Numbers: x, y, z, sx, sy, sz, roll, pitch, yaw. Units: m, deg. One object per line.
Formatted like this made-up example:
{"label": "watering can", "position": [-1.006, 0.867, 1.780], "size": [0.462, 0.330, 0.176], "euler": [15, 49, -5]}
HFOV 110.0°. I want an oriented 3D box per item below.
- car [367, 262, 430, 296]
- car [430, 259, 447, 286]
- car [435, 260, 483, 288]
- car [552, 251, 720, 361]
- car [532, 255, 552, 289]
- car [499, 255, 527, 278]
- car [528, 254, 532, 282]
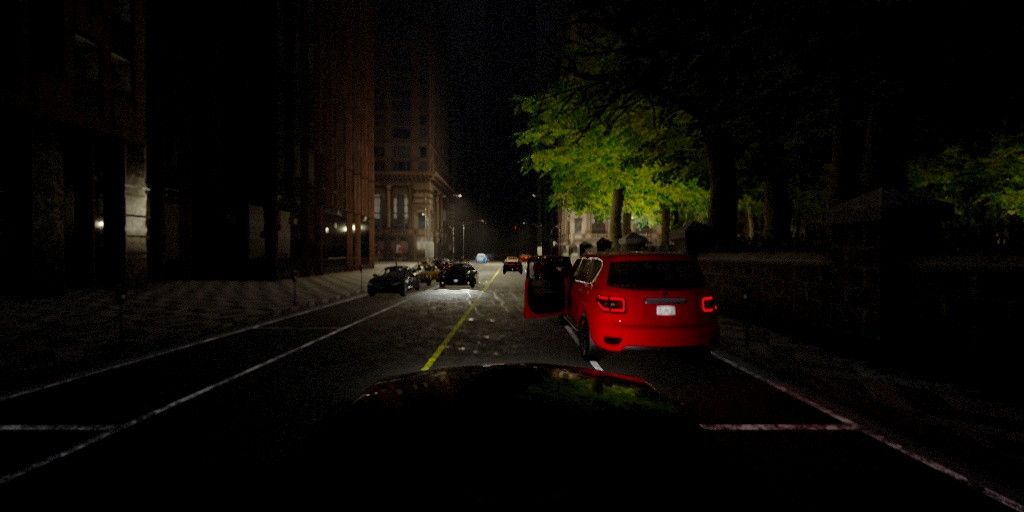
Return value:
{"label": "car", "position": [-5.763, 1.167, 18.004], "size": [2.007, 1.370, 4.403], "euler": [0, 0, 0]}
{"label": "car", "position": [-5.764, 1.093, 23.358], "size": [1.751, 1.417, 4.829], "euler": [0, 0, 0]}
{"label": "car", "position": [-3.100, 1.148, 21.706], "size": [1.994, 1.385, 4.181], "euler": [0, 1, 0]}
{"label": "car", "position": [2.394, 0.918, 8.260], "size": [2.150, 2.045, 5.566], "euler": [0, 0, 0]}
{"label": "car", "position": [2.762, 0.882, 23.540], "size": [2.192, 1.841, 5.009], "euler": [0, 0, 0]}
{"label": "car", "position": [0.067, 0.953, 34.941], "size": [2.128, 1.511, 4.902], "euler": [0, 1, 0]}
{"label": "car", "position": [2.762, 0.832, 29.064], "size": [2.192, 1.841, 5.009], "euler": [0, 0, 0]}
